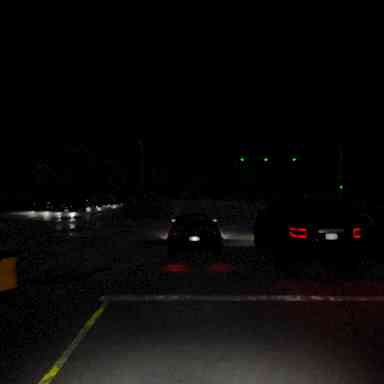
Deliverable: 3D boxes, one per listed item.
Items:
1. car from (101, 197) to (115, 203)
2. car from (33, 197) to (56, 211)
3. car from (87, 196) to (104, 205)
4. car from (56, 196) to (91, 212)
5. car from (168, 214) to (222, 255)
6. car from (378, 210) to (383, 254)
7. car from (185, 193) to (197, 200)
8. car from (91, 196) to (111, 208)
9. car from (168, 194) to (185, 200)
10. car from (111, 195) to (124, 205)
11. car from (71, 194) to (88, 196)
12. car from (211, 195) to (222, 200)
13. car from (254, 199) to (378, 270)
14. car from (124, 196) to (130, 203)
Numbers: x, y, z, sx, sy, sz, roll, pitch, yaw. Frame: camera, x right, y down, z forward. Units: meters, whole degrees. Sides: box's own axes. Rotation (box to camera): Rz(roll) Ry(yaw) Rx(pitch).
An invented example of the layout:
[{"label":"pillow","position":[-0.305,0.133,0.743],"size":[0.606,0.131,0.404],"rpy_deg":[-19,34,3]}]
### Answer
[{"label":"car","position":[-17.603,1.643,69.631],"size":[1.895,1.301,4.718],"rpy_deg":[0,0,-3]},{"label":"car","position":[-17.601,1.385,40.744],"size":[2.097,1.767,4.553],"rpy_deg":[0,0,0]},{"label":"car","position":[-17.523,1.569,60.764],"size":[1.812,1.442,4.674],"rpy_deg":[0,0,0]},{"label":"car","position":[-14.099,1.537,39.765],"size":[1.837,1.490,4.892],"rpy_deg":[0,0,0]},{"label":"car","position":[0.095,1.585,13.450],"size":[1.994,1.385,4.181],"rpy_deg":[0,0,0]},{"label":"car","position":[7.095,1.513,13.084],"size":[2.128,1.511,4.902],"rpy_deg":[0,0,0]},{"label":"car","position":[-1.230,1.528,94.058],"size":[1.882,1.535,5.008],"rpy_deg":[0,0,-22]},{"label":"car","position":[-14.055,1.563,50.027],"size":[1.812,1.442,4.674],"rpy_deg":[0,0,0]},{"label":"car","position":[-4.445,1.552,92.675],"size":[1.837,1.490,4.892],"rpy_deg":[0,0,-22]},{"label":"car","position":[-14.022,1.394,58.984],"size":[2.097,1.767,4.553],"rpy_deg":[0,0,0]},{"label":"car","position":[-17.538,1.260,51.242],"size":[2.150,2.045,5.566],"rpy_deg":[0,0,0]},{"label":"car","position":[6.728,1.557,92.108],"size":[1.837,1.490,4.892],"rpy_deg":[0,0,-18]},{"label":"car","position":[3.596,1.242,11.252],"size":[2.150,2.045,5.566],"rpy_deg":[0,0,0]},{"label":"car","position":[-14.080,1.586,68.247],"size":[2.033,1.411,5.357],"rpy_deg":[0,0,0]}]
